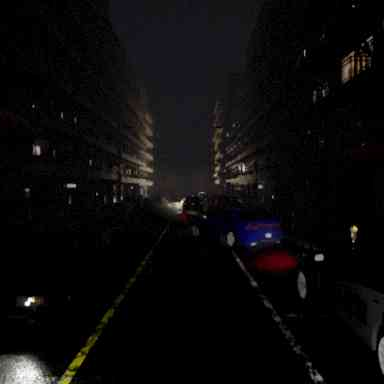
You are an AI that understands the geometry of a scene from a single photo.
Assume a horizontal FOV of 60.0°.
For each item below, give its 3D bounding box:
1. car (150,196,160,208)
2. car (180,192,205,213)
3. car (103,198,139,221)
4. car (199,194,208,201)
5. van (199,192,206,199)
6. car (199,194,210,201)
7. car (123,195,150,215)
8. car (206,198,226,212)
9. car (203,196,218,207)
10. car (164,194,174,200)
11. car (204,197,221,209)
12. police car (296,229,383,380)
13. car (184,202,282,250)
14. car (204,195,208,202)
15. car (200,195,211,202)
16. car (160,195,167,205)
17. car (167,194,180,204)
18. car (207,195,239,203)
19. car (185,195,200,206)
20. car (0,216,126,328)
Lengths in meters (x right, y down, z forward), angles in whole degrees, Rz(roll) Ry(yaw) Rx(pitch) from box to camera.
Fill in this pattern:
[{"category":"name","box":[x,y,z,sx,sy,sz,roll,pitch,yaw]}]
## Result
[{"category":"car","box":[-5.706,1.379,43.247,1.887,1.381,4.507,-1,0,0]},{"category":"car","box":[0.088,1.219,35.228,2.097,1.767,4.553,0,0,0]},{"category":"car","box":[-5.705,1.448,26.254,1.887,1.381,4.507,-1,0,0]},{"category":"car","box":[2.672,1.263,77.294,1.802,1.307,4.206,-1,0,0]},{"category":"van","box":[2.668,0.967,88.622,1.690,1.788,3.998,-1,0,0]},{"category":"car","box":[2.672,1.259,71.629,2.008,1.369,4.403,-1,0,0]},{"category":"car","box":[-5.710,1.196,31.916,2.192,1.841,5.009,-1,0,0]},{"category":"car","box":[2.642,1.423,37.642,1.947,1.339,4.313,-1,0,0]},{"category":"car","box":[2.646,1.375,48.971,1.947,1.339,4.313,-1,0,0]},{"category":"car","box":[-5.709,1.205,82.902,2.008,1.369,4.403,-1,0,0]},{"category":"car","box":[2.641,1.378,43.307,1.887,1.381,4.507,-1,0,0]},{"category":"police car","box":[3.133,1.406,5.194,1.930,1.638,5.238,0,0,0]},{"category":"car","box":[1.696,1.425,14.408,1.882,1.535,5.008,0,1,-27]},{"category":"car","box":[2.637,1.196,31.977,2.192,1.841,5.009,-1,0,0]},{"category":"car","box":[2.675,1.300,65.964,1.947,1.339,4.313,-1,0,0]},{"category":"car","box":[-5.707,1.350,54.578,1.947,1.339,4.313,-1,0,0]},{"category":"car","box":[-3.030,1.119,58.204,2.097,1.767,4.553,0,0,0]},{"category":"car","box":[2.638,1.218,26.312,2.192,1.841,5.009,-1,0,0]},{"category":"car","box":[0.091,1.292,51.314,2.128,1.511,4.902,0,0,0]},{"category":"car","box":[-3.102,1.520,7.463,2.033,1.411,5.357,0,0,0]}]
